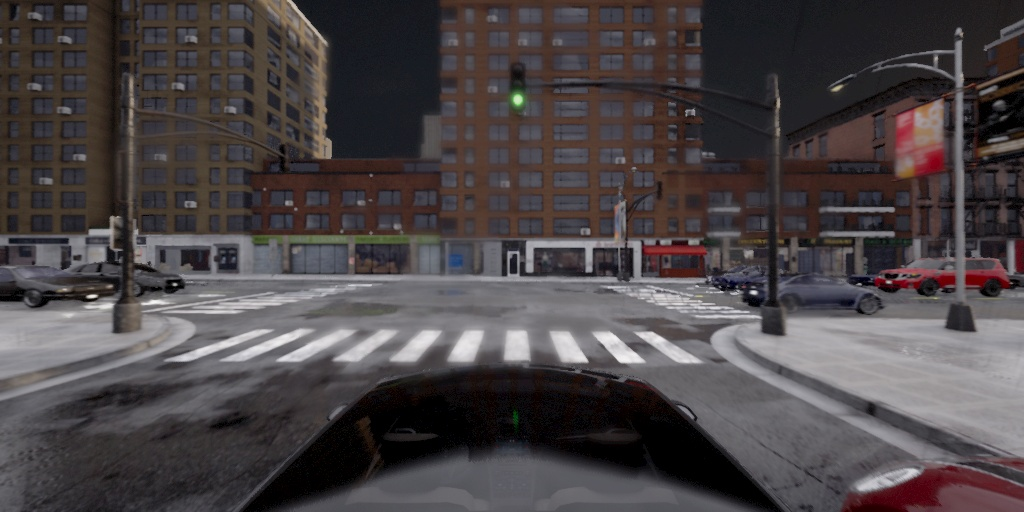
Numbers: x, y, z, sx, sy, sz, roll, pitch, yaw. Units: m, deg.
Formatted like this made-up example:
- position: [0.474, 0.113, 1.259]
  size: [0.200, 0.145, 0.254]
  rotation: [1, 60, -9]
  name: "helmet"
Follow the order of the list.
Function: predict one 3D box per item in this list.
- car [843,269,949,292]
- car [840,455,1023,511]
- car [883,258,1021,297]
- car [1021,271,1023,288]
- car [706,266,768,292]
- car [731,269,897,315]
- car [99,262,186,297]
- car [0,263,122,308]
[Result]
- position: [24.325, 1.502, 22.827]
  size: [4.718, 1.301, 1.895]
  rotation: [0, 0, 0]
  name: "car"
- position: [2.668, 1.197, 0.233]
  size: [1.967, 1.591, 4.097]
  rotation: [0, 0, 0]
  name: "car"
- position: [23.357, 1.098, 19.587]
  size: [5.566, 2.045, 2.150]
  rotation: [0, 0, 0]
  name: "car"
- position: [34.101, 1.476, 22.762]
  size: [4.892, 1.490, 1.837]
  rotation: [0, 0, 0]
  name: "car"
- position: [13.593, 1.401, 19.643]
  size: [4.718, 1.301, 1.895]
  rotation: [0, 0, 0]
  name: "car"
- position: [10.735, 1.305, 12.990]
  size: [4.181, 1.385, 1.994]
  rotation: [0, -1, -1]
  name: "car"
- position: [-17.798, 1.043, 16.381]
  size: [4.892, 1.490, 1.837]
  rotation: [0, 0, 0]
  name: "car"
- position: [-17.997, 1.068, 13.131]
  size: [5.357, 1.411, 2.033]
  rotation: [0, 0, 0]
  name: "car"
